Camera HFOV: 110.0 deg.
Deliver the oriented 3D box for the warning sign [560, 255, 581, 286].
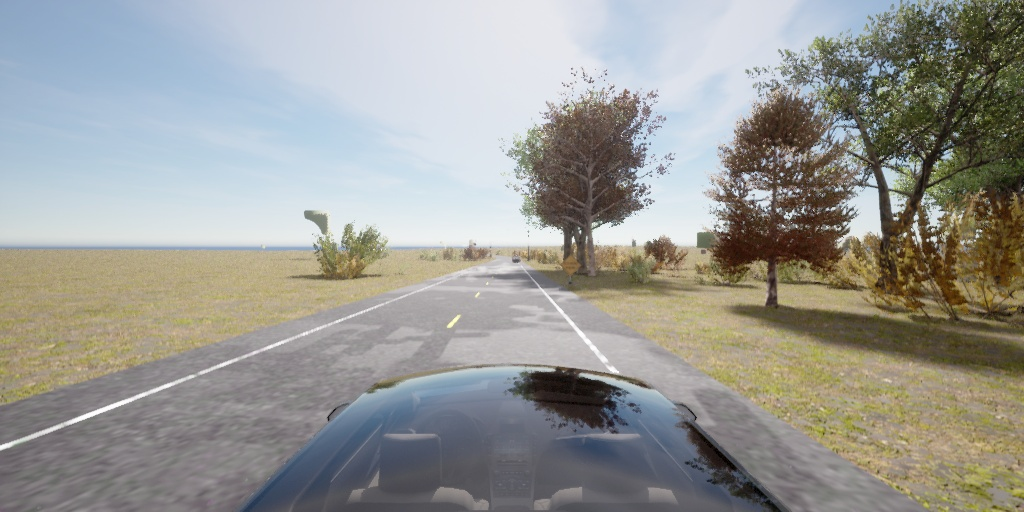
[{"bbox_3d":[3.550,0.836,21.917,1.300,1.860,1.060,0,0,0],"label":"warning sign"}]
